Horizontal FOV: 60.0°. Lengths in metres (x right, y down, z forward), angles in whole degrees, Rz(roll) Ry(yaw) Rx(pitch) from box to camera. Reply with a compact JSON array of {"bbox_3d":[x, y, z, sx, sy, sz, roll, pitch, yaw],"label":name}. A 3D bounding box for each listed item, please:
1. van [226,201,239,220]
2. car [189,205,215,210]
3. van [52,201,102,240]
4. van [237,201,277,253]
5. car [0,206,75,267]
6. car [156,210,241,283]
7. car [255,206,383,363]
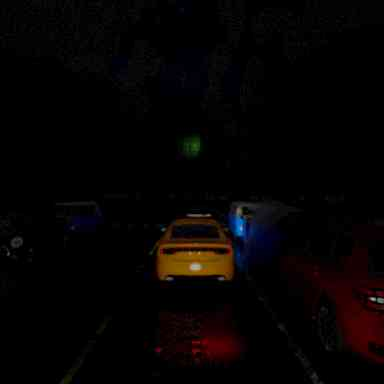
[{"bbox_3d":[2.736,1.380,16.737,1.690,1.788,3.998,0,0,0],"label":"van"},{"bbox_3d":[0.693,1.546,21.122,2.128,1.511,4.902,0,0,8],"label":"car"},{"bbox_3d":[-5.789,1.380,16.723,1.690,1.788,3.998,0,0,0],"label":"van"},{"bbox_3d":[2.745,1.367,11.299,1.690,1.788,3.998,0,0,0],"label":"van"},{"bbox_3d":[-5.780,1.466,11.285,1.967,1.590,4.097,0,0,0],"label":"car"},{"bbox_3d":[0.081,1.500,9.748,1.882,1.535,5.008,0,0,0],"label":"car"},{"bbox_3d":[2.753,1.329,5.862,2.192,1.841,5.009,0,0,0],"label":"car"}]
